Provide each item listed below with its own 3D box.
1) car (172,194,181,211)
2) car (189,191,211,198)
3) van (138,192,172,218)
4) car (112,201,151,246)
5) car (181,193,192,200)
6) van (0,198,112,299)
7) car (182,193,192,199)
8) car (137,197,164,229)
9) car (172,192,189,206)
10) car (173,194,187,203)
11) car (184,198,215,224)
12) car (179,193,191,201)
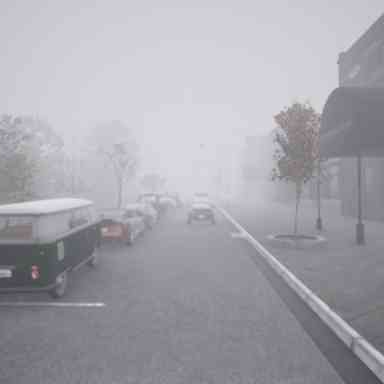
[{"bbox_3d":[-2.707,1.319,37.028,2.002,1.452,4.674,0,0,2],"label":"car"},{"bbox_3d":[1.148,0.978,40.407,2.150,2.045,5.566,0,1,2],"label":"car"},{"bbox_3d":[-3.025,1.119,26.060,1.878,1.987,4.442,0,0,4],"label":"van"},{"bbox_3d":[-3.362,1.419,14.870,2.163,1.488,4.792,0,1,0],"label":"car"},{"bbox_3d":[-1.399,1.069,81.375,2.231,1.521,4.892,0,0,4],"label":"car"},{"bbox_3d":[-3.551,1.201,8.359,1.878,1.987,4.442,0,1,-1],"label":"van"},{"bbox_3d":[-1.235,1.023,86.914,2.097,1.535,5.008,0,0,4],"label":"car"},{"bbox_3d":[-3.198,1.357,20.379,2.231,1.521,4.892,0,1,0],"label":"car"},{"bbox_3d":[-2.216,1.172,53.649,2.097,1.535,5.008,0,1,4],"label":"car"},{"bbox_3d":[-2.053,1.157,59.195,2.097,1.535,5.008,0,0,4],"label":"car"},{"bbox_3d":[0.651,1.381,23.469,1.812,1.442,4.674,0,0,2],"label":"car"},{"bbox_3d":[-1.562,1.094,75.821,2.097,1.535,5.008,0,1,4],"label":"car"}]
